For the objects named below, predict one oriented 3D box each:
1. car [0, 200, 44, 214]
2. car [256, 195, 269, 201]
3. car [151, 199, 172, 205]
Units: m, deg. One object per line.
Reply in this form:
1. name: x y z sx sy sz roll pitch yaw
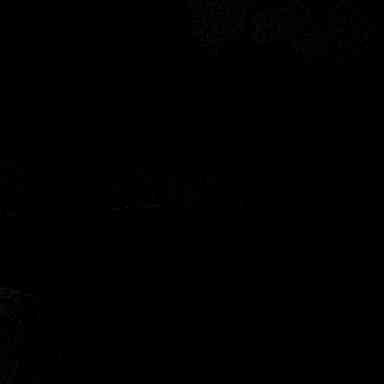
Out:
1. car: -19.048 1.622 37.153 1.837 1.490 4.892 0 0 36
2. car: 19.155 1.500 90.448 2.097 1.767 4.553 0 0 36
3. car: -5.527 1.736 60.733 1.994 1.385 4.181 0 0 36
